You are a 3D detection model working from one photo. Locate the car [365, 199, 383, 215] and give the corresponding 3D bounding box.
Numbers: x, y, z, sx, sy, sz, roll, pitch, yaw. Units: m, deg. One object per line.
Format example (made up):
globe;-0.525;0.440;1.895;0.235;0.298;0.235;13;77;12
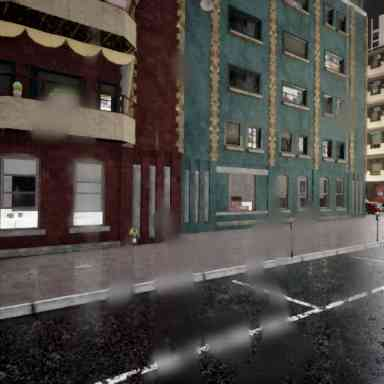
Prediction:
car;15.680;1.245;32.193;2.192;1.841;5.009;1;0;-36
